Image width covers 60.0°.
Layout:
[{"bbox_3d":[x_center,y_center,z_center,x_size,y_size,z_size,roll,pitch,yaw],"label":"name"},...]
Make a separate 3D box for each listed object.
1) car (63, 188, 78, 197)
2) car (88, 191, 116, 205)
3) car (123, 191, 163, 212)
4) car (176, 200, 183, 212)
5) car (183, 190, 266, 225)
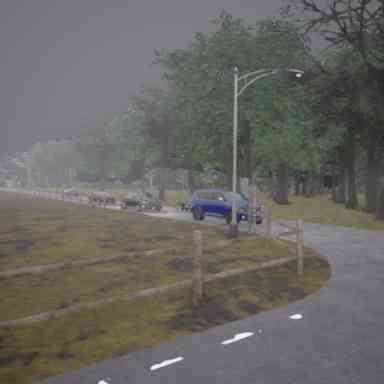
[{"bbox_3d":[-21.751,0.105,59.256,1.837,1.490,4.892,0,1,-35],"label":"car"},{"bbox_3d":[-10.454,0.633,38.327,1.882,1.535,5.008,0,1,-36],"label":"car"},{"bbox_3d":[-4.465,0.751,29.904,2.097,1.767,4.553,0,1,-34],"label":"car"},{"bbox_3d":[0.461,1.003,28.052,2.128,1.511,4.902,0,1,-35],"label":"car"},{"bbox_3d":[2.088,0.891,20.703,2.150,2.045,5.566,0,1,-35],"label":"car"}]
